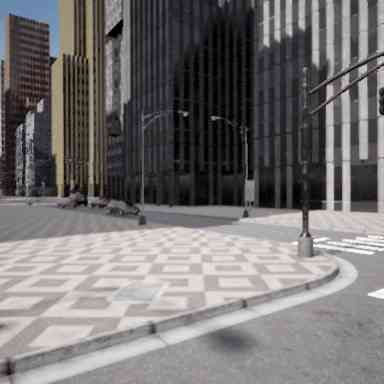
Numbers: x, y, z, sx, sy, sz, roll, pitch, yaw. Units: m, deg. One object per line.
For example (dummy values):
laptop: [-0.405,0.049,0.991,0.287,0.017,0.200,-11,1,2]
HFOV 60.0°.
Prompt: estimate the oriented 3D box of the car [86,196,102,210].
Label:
car: [-12.409,1.572,45.170,1.837,1.490,4.892,0,0,-35]

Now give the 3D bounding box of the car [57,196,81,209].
car: [-18.004,1.637,47.777,1.812,1.442,4.674,0,0,-35]

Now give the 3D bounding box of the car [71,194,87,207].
car: [-18.486,1.316,53.619,2.150,2.045,5.566,0,0,-35]

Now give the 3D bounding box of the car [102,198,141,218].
car: [-6.563,1.547,31.559,1.837,1.490,4.892,0,0,-35]
